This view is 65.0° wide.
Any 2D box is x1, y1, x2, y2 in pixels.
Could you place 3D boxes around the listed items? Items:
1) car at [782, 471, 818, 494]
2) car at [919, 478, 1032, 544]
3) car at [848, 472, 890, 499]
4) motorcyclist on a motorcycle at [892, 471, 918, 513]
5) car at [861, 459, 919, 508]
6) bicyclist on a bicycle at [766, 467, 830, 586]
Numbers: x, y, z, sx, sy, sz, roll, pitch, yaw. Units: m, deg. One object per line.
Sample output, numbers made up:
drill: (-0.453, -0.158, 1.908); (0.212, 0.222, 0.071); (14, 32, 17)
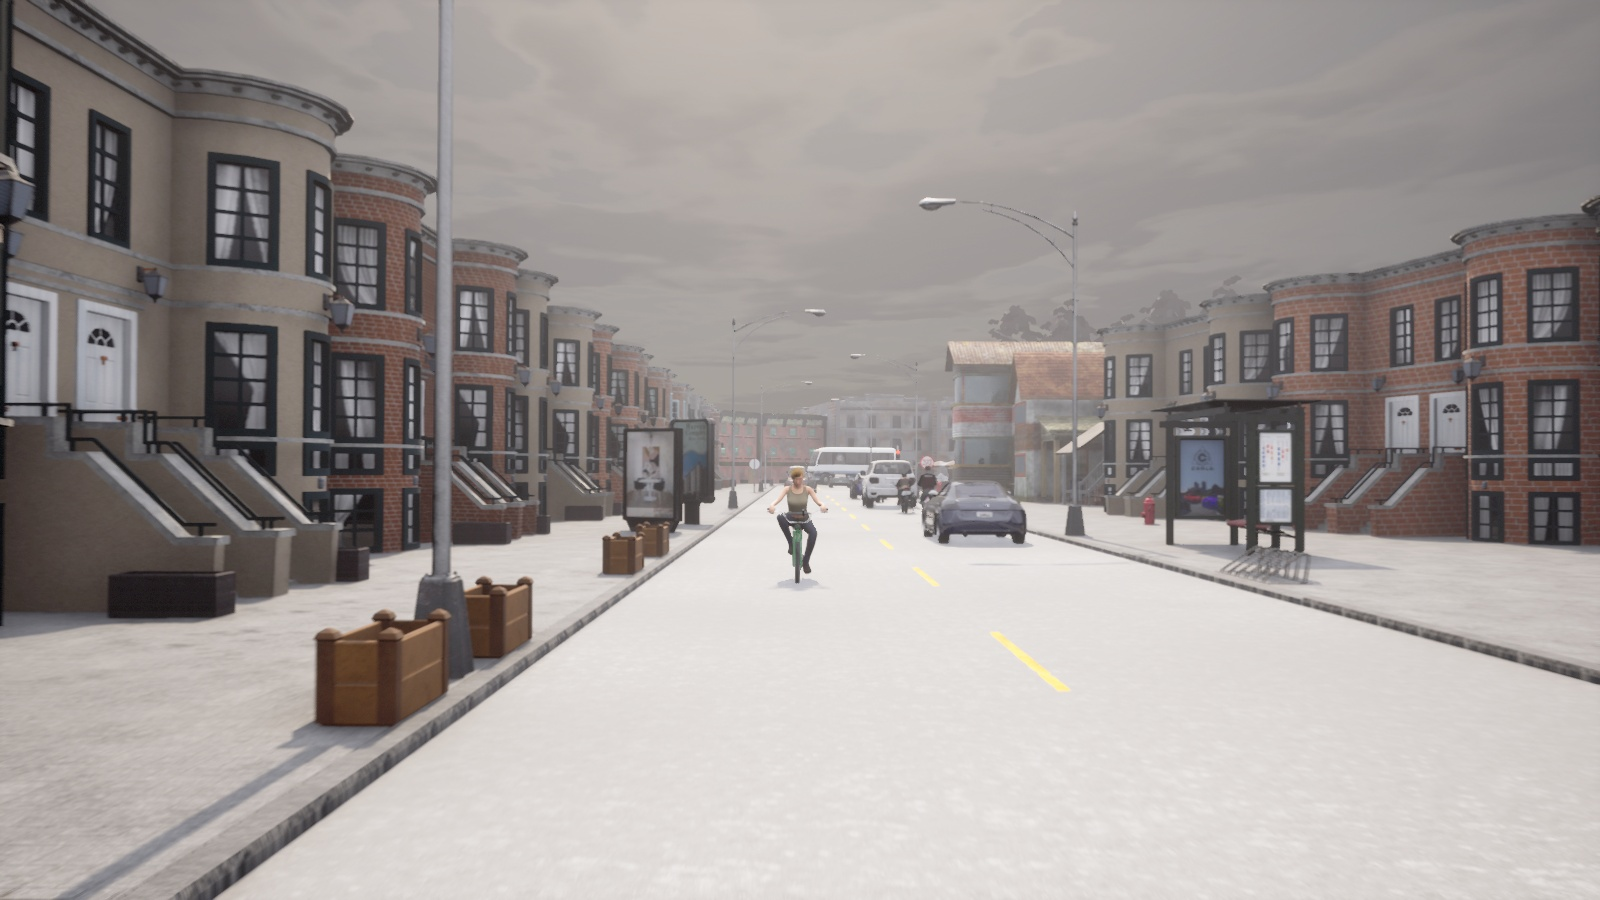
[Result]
car: (0.030, 2.257, 87.473); (1.789, 1.549, 3.705); (-1, -1, 12)
car: (3.953, 1.348, 28.981); (1.994, 1.385, 4.181); (0, -1, 0)
car: (3.882, 1.995, 71.464); (2.163, 1.488, 4.792); (0, -1, 0)
motorcyclist on a motorcycle: (3.923, 1.569, 47.120); (0.797, 1.523, 2.044); (0, -1, 0)
car: (3.908, 1.444, 55.290); (2.150, 2.045, 5.566); (0, -1, 0)
bicyclist on a bicycle: (-0.025, 1.049, 17.785); (0.866, 1.612, 1.509); (0, -1, 0)
